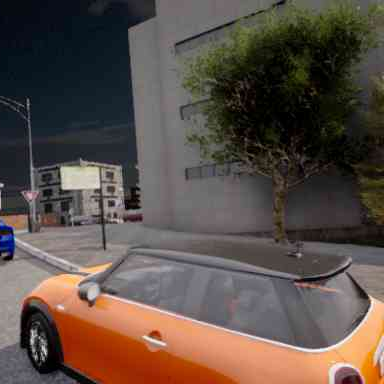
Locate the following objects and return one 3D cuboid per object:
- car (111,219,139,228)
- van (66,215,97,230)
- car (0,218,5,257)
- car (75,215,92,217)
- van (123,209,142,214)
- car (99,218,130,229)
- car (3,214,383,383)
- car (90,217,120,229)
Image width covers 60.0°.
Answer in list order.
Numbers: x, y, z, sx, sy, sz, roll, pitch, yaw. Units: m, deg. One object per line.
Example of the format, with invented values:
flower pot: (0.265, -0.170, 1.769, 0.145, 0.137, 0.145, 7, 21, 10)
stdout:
car: (-12.717, 5.955, 62.838, 4.792, 1.488, 2.163, -6, -8, 24)
van: (-17.530, 4.790, 52.703, 4.442, 1.987, 1.878, -6, -7, 24)
car: (-7.260, 1.362, 10.804, 1.882, 1.535, 5.008, -2, 1, -41)
car: (-14.235, 4.379, 48.593, 2.128, 1.511, 4.902, -6, -7, 24)
van: (-7.160, 3.326, 45.318, 4.442, 1.987, 1.878, -6, -7, 24)
car: (-14.069, 5.709, 60.398, 5.366, 1.575, 1.946, -6, -7, 24)
car: (-0.130, 1.345, 3.979, 4.553, 1.767, 2.097, 0, 0, 38)
car: (-15.088, 5.318, 57.680, 4.553, 1.767, 2.185, -6, -7, 24)
